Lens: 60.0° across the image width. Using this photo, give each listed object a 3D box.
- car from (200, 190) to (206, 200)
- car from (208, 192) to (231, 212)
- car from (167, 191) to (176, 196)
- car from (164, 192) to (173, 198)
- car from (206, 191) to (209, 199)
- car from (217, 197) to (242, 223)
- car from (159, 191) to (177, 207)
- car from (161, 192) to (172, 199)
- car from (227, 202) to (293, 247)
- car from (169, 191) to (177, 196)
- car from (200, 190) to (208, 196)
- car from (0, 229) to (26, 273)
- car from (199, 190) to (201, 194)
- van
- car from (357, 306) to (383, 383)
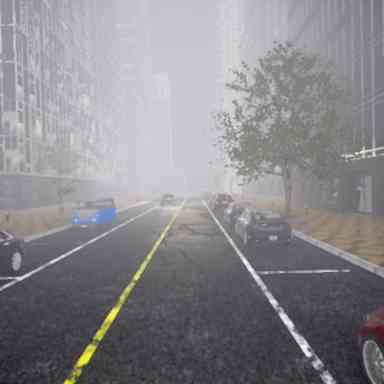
[{"bbox_3d":[2.951,0.635,59.066,1.887,1.381,4.507,-1,1,0],"label":"car"},{"bbox_3d":[2.842,0.950,30.606,1.967,1.590,4.097,-1,1,0],"label":"car"},{"bbox_3d":[-5.321,0.388,87.566,1.887,1.381,4.507,-1,1,0],"label":"car"},{"bbox_3d":[-5.363,0.604,76.184,1.802,1.307,4.206,-1,1,0],"label":"car"},{"bbox_3d":[2.863,0.868,36.297,1.967,1.590,4.097,-1,1,0],"label":"car"},{"bbox_3d":[2.801,1.225,19.223,2.008,1.369,4.403,-1,1,0],"label":"car"},{"bbox_3d":[-2.811,1.009,40.223,1.837,1.490,4.892,-1,1,0],"label":"car"},{"bbox_3d":[-5.385,0.656,70.490,1.887,1.381,4.507,-1,1,0],"label":"car"},{"bbox_3d":[2.780,1.304,13.532,2.008,1.369,4.403,-1,1,0],"label":"car"},{"bbox_3d":[-5.300,0.318,93.258,1.947,1.339,4.313,-1,1,0],"label":"car"},{"bbox_3d":[3.058,0.213,87.524,1.947,1.339,4.313,-1,1,0],"label":"car"},{"bbox_3d":[-5.620,1.578,7.878,2.008,1.369,4.403,-1,1,0],"label":"car"},{"bbox_3d":[3.015,0.392,76.141,1.947,1.339,4.313,-1,1,0],"label":"car"},{"bbox_3d":[-5.582,1.211,19.259,1.690,1.788,3.998,-1,1,0],"label":"van"},{"bbox_3d":[2.737,1.488,2.148,1.802,1.307,4.206,-1,1,0],"label":"car"}]
